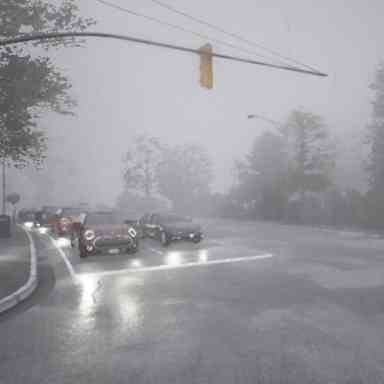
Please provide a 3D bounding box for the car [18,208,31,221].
[{"bbox_3d":[-18.794,2.557,38.590,2.128,1.511,4.902,0,-2,-37],"label":"car"}]

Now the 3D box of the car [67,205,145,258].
[{"bbox_3d":[-3.753,1.564,13.896,2.097,1.767,4.553,0,-1,-26],"label":"car"}]

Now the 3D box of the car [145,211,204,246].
[{"bbox_3d":[-1.213,1.731,16.669,1.837,1.490,4.892,0,-1,-30],"label":"car"}]

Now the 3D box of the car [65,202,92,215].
[{"bbox_3d":[-18.870,2.669,54.975,2.150,2.045,5.566,0,-2,-43],"label":"car"}]

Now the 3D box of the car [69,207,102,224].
[{"bbox_3d":[-10.687,2.267,33.229,1.837,1.490,4.892,0,-2,-34],"label":"car"}]

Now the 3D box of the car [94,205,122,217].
[{"bbox_3d":[-11.979,2.597,47.032,1.882,1.535,5.008,0,-2,-39],"label":"car"}]

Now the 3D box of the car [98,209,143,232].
[{"bbox_3d":[-5.360,2.011,24.542,1.994,1.385,4.181,0,-2,-30],"label":"car"}]

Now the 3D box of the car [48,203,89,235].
[{"bbox_3d":[-7.852,1.780,21.837,2.097,1.767,4.553,0,-1,-30],"label":"car"}]

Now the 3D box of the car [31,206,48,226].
[{"bbox_3d":[-12.950,2.085,30.272,2.097,1.767,4.553,0,-2,-33],"label":"car"}]

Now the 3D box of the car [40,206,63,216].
[{"bbox_3d":[-22.938,3.025,54.116,1.837,1.490,4.892,0,-2,-44],"label":"car"}]
